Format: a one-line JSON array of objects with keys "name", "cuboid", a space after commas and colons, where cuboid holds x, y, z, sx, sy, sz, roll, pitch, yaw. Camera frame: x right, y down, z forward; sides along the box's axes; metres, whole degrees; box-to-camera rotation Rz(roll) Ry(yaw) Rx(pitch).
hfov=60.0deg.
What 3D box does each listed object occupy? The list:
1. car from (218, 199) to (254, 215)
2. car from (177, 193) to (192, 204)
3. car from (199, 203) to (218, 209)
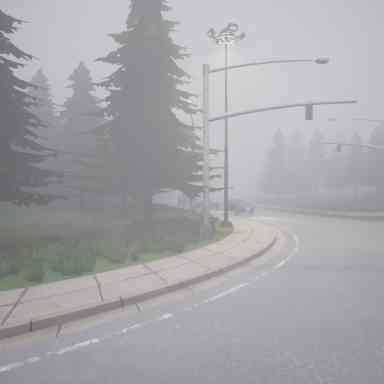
[{"name": "car", "cuboid": [4.735, 1.492, 34.265, 2.128, 1.511, 4.902, 0, 0, -15]}, {"name": "car", "cuboid": [-0.830, 1.221, 54.060, 2.150, 2.045, 5.566, 0, 0, -17]}, {"name": "car", "cuboid": [2.092, 1.601, 43.907, 1.895, 1.301, 4.718, 0, 0, -16]}]
